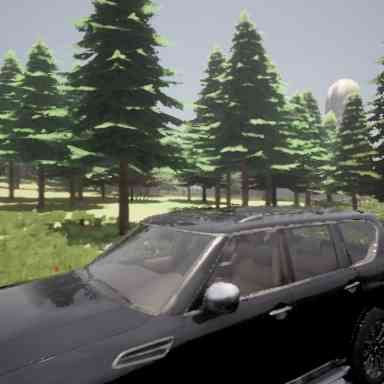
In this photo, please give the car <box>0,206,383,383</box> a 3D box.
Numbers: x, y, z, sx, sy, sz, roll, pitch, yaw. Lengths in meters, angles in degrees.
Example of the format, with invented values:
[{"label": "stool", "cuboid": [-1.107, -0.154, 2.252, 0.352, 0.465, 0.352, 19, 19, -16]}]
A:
[{"label": "car", "cuboid": [0.260, 1.222, 3.766, 5.566, 2.045, 2.150, 0, 0, -35]}]
